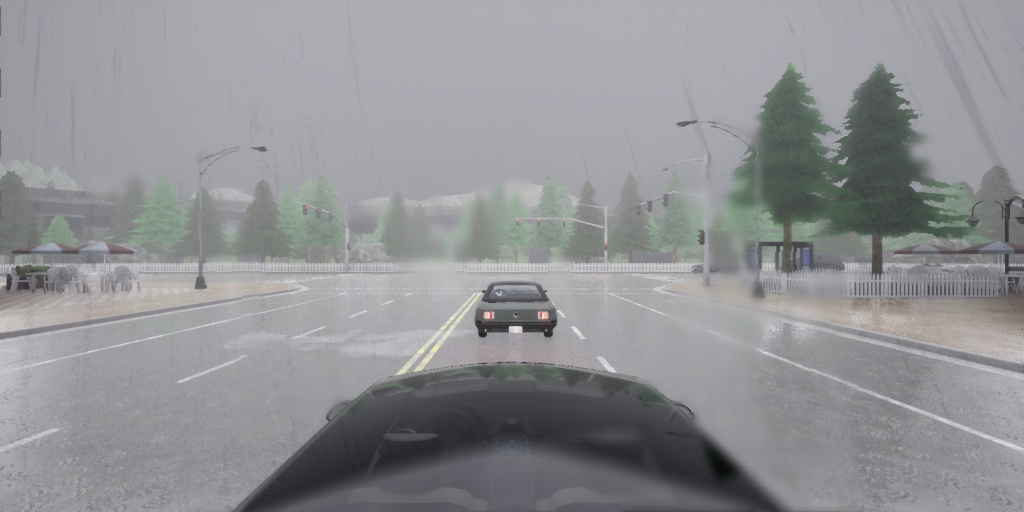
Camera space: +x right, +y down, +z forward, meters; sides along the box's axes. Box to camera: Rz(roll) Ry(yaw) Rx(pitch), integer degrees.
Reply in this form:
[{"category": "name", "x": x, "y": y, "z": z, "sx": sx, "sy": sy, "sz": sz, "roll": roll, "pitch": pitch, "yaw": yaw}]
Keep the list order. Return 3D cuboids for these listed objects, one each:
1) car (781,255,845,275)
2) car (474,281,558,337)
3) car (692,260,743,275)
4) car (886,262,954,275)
[{"category": "car", "x": 31.523, "y": 0.916, "z": 37.585, "sx": 5.566, "sy": 2.045, "sz": 2.150, "roll": 0, "pitch": 0, "yaw": 1}, {"category": "car", "x": 0.074, "y": 1.351, "z": 10.216, "sx": 1.895, "sy": 1.301, "sz": 4.718, "roll": 0, "pitch": 0, "yaw": 0}, {"category": "car", "x": 21.489, "y": 1.186, "z": 37.649, "sx": 4.902, "sy": 1.511, "sz": 2.128, "roll": 0, "pitch": 0, "yaw": 0}, {"category": "car", "x": 41.808, "y": 1.295, "z": 36.746, "sx": 4.718, "sy": 1.301, "sz": 1.895, "roll": 0, "pitch": 0, "yaw": 10}]
